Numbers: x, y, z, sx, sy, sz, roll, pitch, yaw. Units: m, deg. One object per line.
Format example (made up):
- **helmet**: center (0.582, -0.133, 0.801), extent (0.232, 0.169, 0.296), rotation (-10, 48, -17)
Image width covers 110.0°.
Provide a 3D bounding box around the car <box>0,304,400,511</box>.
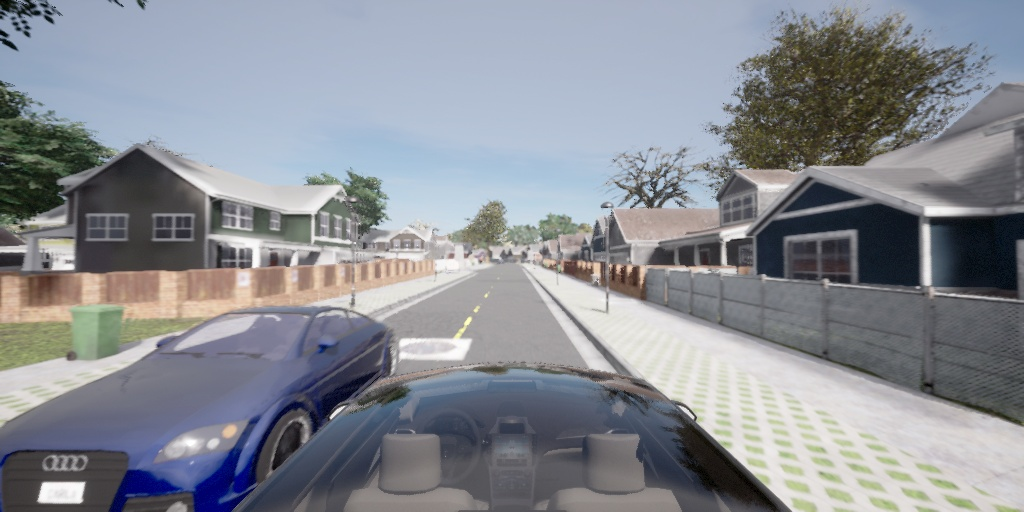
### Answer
- **car**: center (-2.843, 1.311, 4.260), extent (1.994, 1.385, 4.181), rotation (0, 0, 0)
